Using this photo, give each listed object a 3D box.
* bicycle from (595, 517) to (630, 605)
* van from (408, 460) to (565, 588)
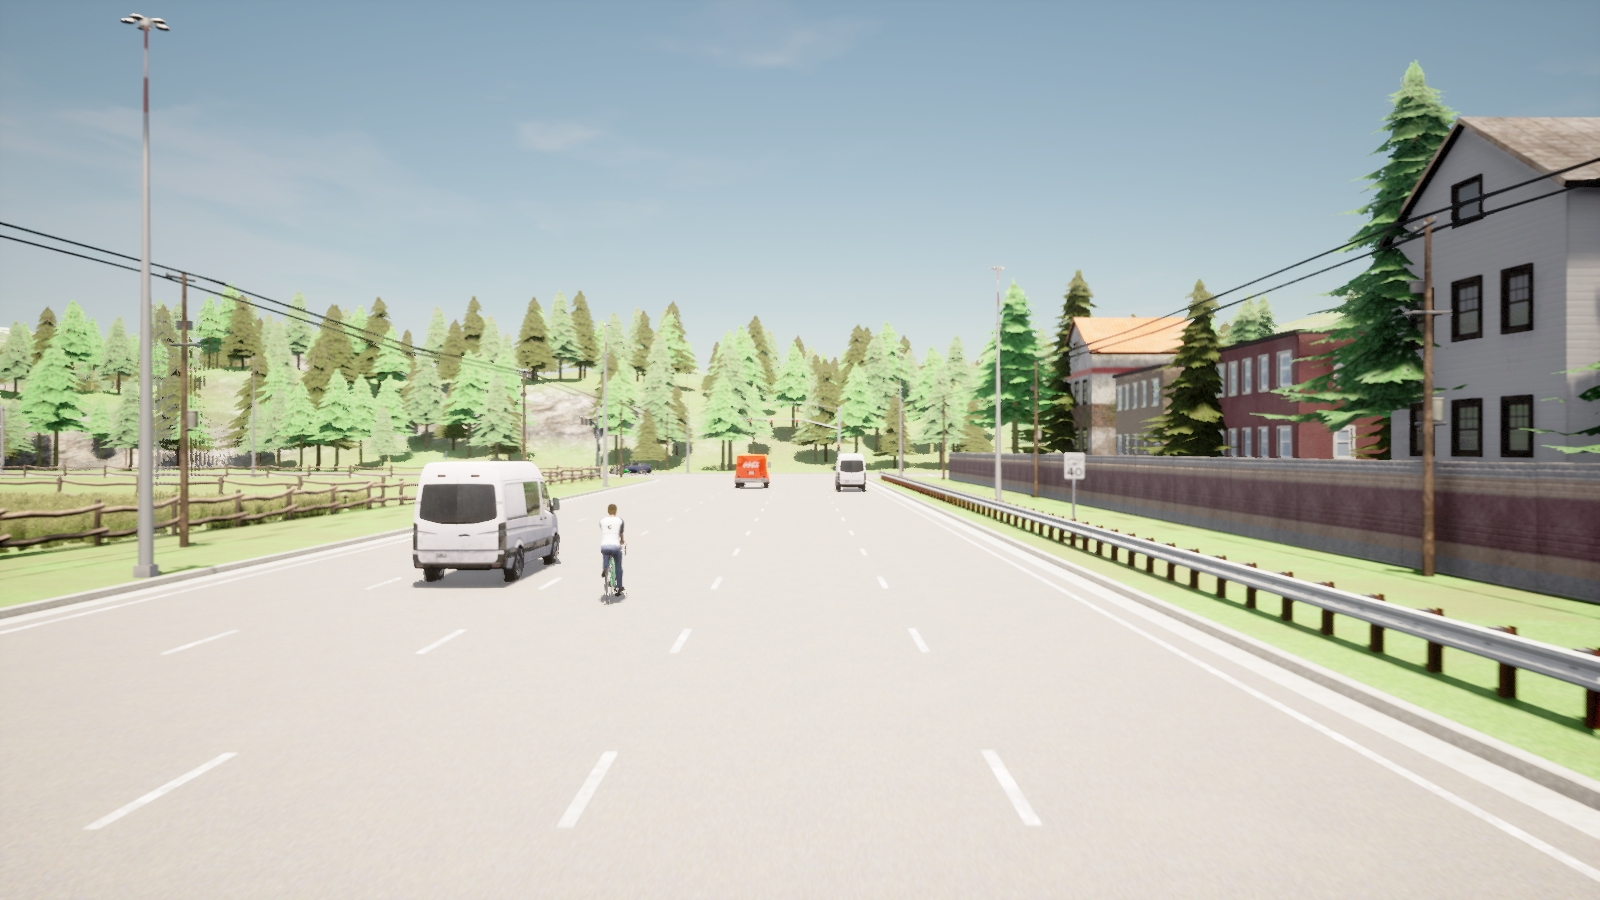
[{"bbox_3d":[-3.500,2.056,21.417,0.373,1.496,1.643,0,0,0],"label":"bicycle"},{"bbox_3d":[-6.998,1.534,26.238,1.988,2.561,5.915,0,0,0],"label":"van"}]
